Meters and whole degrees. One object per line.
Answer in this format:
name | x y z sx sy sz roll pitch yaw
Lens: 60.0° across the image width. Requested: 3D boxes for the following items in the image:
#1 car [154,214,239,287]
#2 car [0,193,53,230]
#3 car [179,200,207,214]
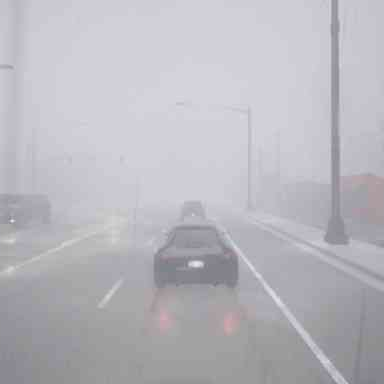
car | 0.089 1.520 9.184 1.994 1.385 4.181 0 0 0
car | -10.585 1.129 20.486 2.150 2.045 5.566 0 0 0
car | 0.071 1.381 26.214 1.837 1.490 4.892 0 0 0
